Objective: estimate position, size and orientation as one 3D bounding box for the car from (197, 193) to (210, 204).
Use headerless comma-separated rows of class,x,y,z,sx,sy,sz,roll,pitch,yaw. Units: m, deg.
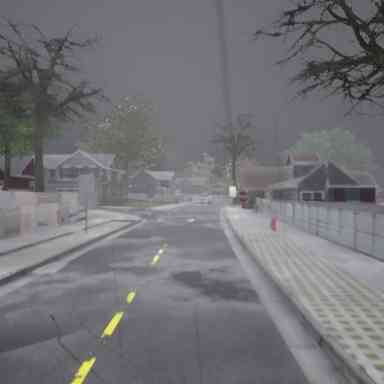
car,2.304,1.303,64.405,2.150,2.045,5.566,0,1,9
